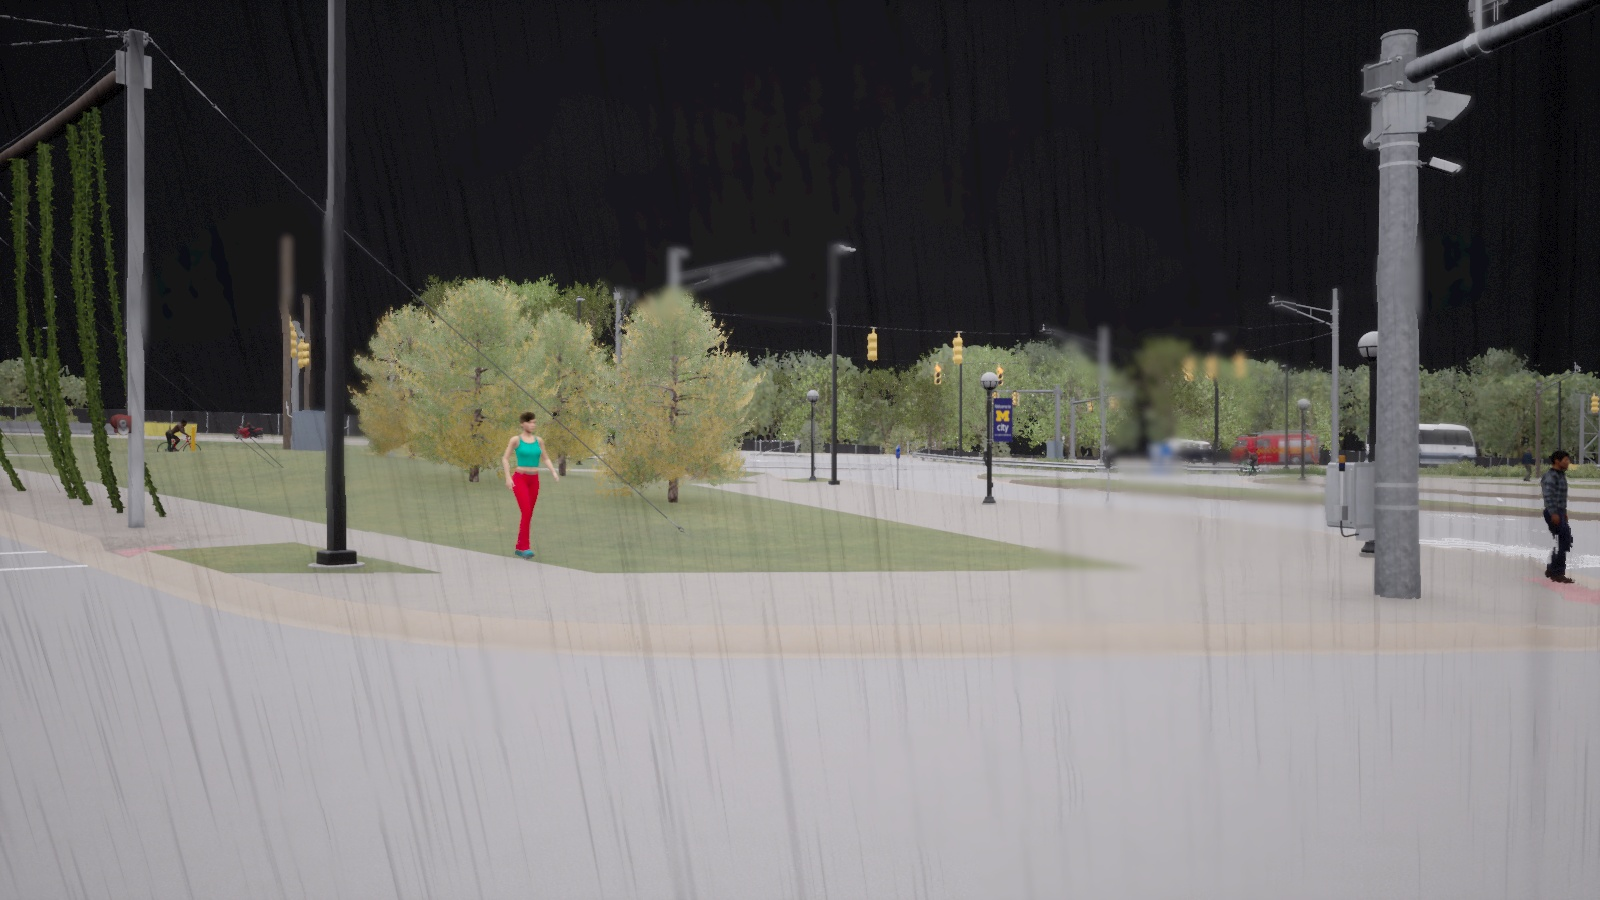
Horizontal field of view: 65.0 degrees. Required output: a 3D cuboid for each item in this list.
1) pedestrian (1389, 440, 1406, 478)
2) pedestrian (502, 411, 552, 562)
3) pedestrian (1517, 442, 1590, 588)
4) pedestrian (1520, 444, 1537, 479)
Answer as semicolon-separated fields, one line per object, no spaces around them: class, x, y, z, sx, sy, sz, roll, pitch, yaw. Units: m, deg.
pedestrian;30.309;0.435;63.719;0.692;1.930;0.396;0;0;-18
pedestrian;-3.392;0.443;15.607;0.345;1.836;0.594;0;0;-42
pedestrian;10.354;0.869;17.261;0.788;1.949;0.423;0;0;45
pedestrian;38.413;0.613;66.240;0.726;1.842;0.402;0;0;-15
